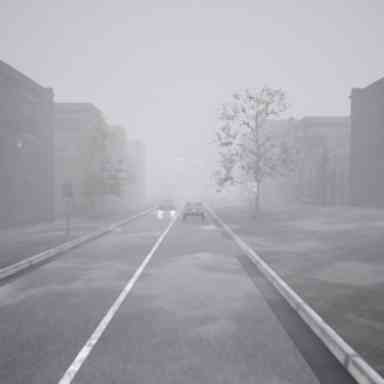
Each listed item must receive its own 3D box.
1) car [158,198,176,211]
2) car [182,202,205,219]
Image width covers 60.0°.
[{"bbox_3d":[-3.009,1.485,40.692,1.837,1.490,4.892,0,0,0],"label":"car"},{"bbox_3d":[0.153,1.532,28.908,2.033,1.411,5.357,0,0,0],"label":"car"}]
